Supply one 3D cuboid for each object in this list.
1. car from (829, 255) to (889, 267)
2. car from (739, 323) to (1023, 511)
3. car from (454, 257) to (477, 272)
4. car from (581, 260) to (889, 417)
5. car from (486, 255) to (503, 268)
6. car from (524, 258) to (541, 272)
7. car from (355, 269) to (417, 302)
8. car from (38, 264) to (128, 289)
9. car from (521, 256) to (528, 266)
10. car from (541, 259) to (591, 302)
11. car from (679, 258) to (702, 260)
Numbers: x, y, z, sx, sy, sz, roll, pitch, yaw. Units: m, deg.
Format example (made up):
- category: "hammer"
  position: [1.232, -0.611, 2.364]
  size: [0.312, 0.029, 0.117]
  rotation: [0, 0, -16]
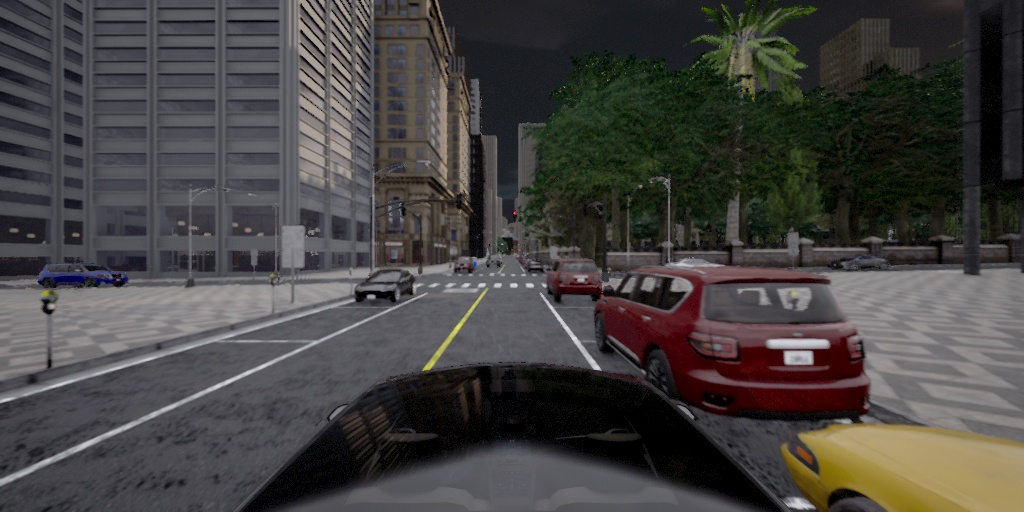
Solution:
- category: "car"
  position: [30.588, 0.569, 31.766]
  size: [4.181, 1.385, 1.994]
  rotation: [-1, 0, 0]
- category: "car"
  position: [2.762, 1.277, 0.530]
  size: [1.751, 1.417, 4.829]
  rotation: [0, 0, 0]
- category: "car"
  position: [-5.748, 0.986, 43.403]
  size: [2.192, 1.841, 5.009]
  rotation: [0, 0, 0]
- category: "car"
  position: [2.764, 1.061, 5.847]
  size: [2.192, 1.841, 5.009]
  rotation: [0, 0, 0]
- category: "car"
  position: [-3.018, 0.848, 58.868]
  size: [2.150, 2.045, 5.566]
  rotation: [0, 0, 1]
- category: "car"
  position: [2.777, 1.237, 43.381]
  size: [1.948, 1.339, 4.313]
  rotation: [0, 0, 0]
- category: "car"
  position: [-5.758, 1.297, 16.842]
  size: [1.948, 1.339, 4.313]
  rotation: [0, 0, 0]
- category: "car"
  position: [-34.613, 1.629, 29.008]
  size: [5.566, 2.045, 2.150]
  rotation: [-1, 0, 0]
- category: "car"
  position: [2.780, 1.082, 54.221]
  size: [1.967, 1.591, 4.097]
  rotation: [0, 0, 0]
- category: "car"
  position: [2.768, 1.045, 16.822]
  size: [2.192, 1.841, 5.009]
  rotation: [0, 0, 0]
- category: "car"
  position: [14.647, 0.887, 28.756]
  size: [4.674, 1.442, 1.812]
  rotation: [-1, 0, 0]
